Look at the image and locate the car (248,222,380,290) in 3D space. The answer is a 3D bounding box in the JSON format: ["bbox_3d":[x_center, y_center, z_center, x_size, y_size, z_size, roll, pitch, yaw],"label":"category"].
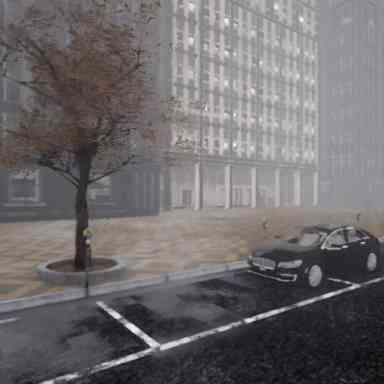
[{"bbox_3d":[3.420,1.542,8.993,4.403,1.369,2.008,0,1,-36],"label":"car"}]
